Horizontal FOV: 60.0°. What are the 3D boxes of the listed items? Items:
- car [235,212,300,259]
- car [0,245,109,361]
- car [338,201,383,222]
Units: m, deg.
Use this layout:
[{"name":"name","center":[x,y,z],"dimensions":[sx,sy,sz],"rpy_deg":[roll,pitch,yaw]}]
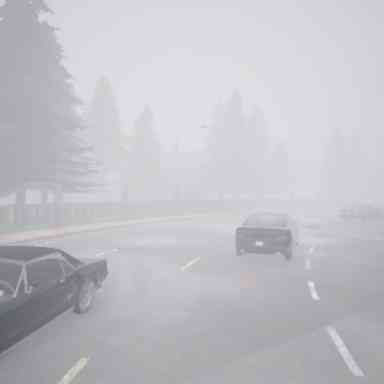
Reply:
[{"name":"car","center":[3.064,1.514,12.993],"dimensions":[1.882,1.535,5.008],"rpy_deg":[0,0,21]},{"name":"car","center":[-3.026,1.575,4.935],"dimensions":[1.895,1.301,4.718],"rpy_deg":[1,0,9]},{"name":"car","center":[14.309,1.698,27.853],"dimensions":[5.357,1.411,2.033],"rpy_deg":[1,0,-38]}]
